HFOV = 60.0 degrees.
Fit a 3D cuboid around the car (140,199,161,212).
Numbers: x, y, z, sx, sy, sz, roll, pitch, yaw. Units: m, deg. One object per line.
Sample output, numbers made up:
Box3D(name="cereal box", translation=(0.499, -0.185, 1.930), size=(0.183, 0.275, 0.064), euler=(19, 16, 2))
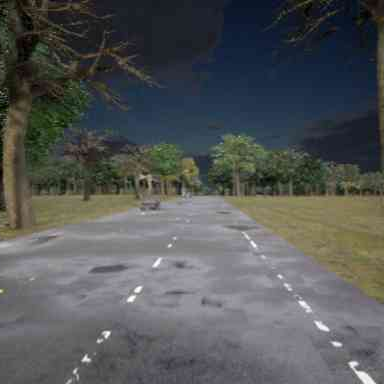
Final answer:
Box3D(name="car", translation=(-4.856, 1.555, 39.755), size=(2.033, 1.411, 5.357), euler=(-1, 0, 3))
